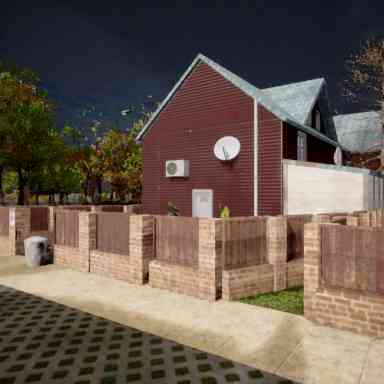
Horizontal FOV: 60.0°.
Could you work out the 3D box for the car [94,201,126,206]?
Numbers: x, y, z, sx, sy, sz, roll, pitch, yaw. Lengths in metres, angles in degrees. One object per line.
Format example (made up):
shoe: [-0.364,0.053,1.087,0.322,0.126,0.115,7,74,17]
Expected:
car: [-8.640,1.618,33.758,1.812,1.442,4.674,0,0,35]
